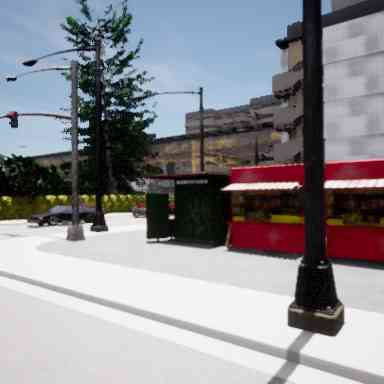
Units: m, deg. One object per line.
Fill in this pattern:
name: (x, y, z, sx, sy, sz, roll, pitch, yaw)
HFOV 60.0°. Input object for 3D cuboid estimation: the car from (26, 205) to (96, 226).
car: (-9.274, 1.680, 24.723, 2.033, 1.411, 5.357, -1, -1, 36)

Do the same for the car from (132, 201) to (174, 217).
car: (-3.734, 1.484, 32.362, 2.097, 1.767, 4.553, -1, -1, 36)
